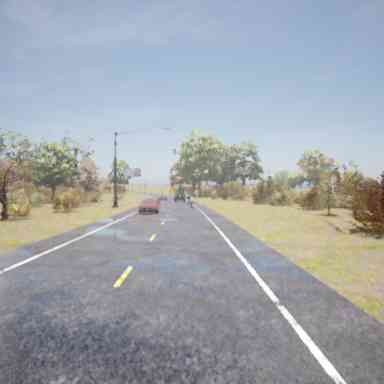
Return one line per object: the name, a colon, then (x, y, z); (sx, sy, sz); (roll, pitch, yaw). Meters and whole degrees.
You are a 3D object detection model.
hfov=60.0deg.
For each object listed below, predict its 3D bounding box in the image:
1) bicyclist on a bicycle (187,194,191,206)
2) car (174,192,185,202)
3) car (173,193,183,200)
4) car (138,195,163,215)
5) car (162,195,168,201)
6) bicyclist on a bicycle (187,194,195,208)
bicyclist on a bicycle: (-0.464, 1.203, 51.647); (0.659, 1.776, 1.843); (0, 0, -3)
car: (-2.567, 0.987, 69.995); (2.150, 2.045, 5.566); (0, 0, -4)
car: (-3.393, 1.068, 80.680); (2.097, 1.767, 4.553); (0, 0, -5)
car: (-4.214, 1.378, 33.212); (1.882, 1.535, 5.008); (0, 0, -2)
car: (-6.353, 1.295, 73.712); (1.994, 1.385, 4.181); (0, 0, -4)
bicyclist on a bicycle: (-0.026, 1.302, 42.434); (0.866, 1.612, 1.509); (0, 0, -2)
